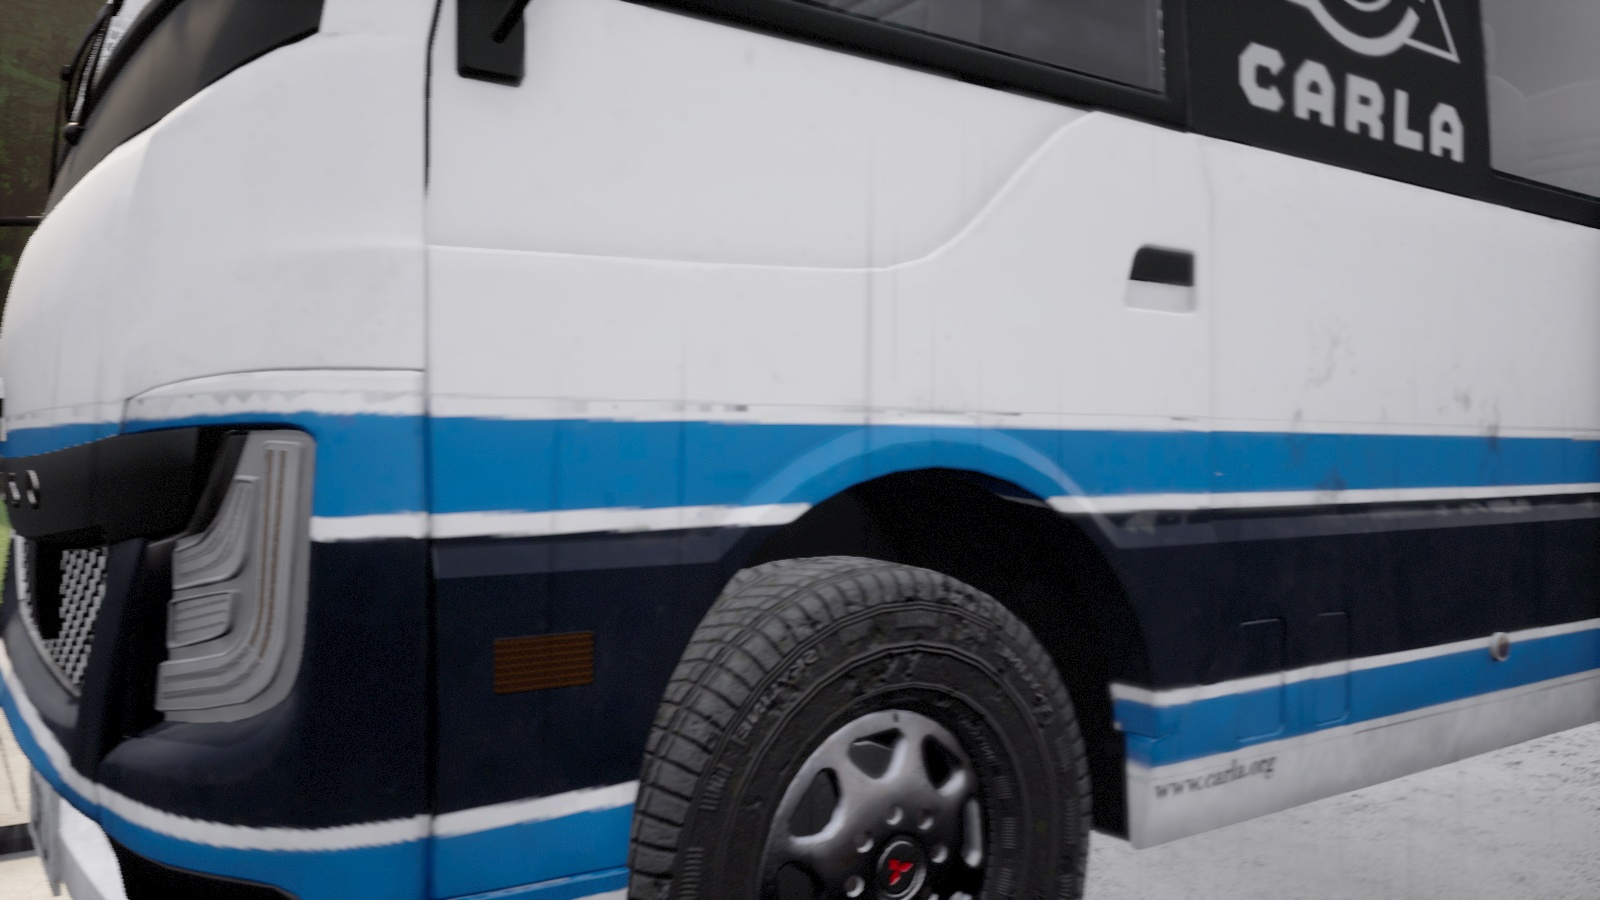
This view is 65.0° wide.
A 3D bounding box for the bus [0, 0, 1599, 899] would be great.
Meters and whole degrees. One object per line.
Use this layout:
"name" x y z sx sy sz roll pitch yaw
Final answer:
"bus" 1.704 -0.621 5.541 10.273 4.253 3.944 0 0 -36
